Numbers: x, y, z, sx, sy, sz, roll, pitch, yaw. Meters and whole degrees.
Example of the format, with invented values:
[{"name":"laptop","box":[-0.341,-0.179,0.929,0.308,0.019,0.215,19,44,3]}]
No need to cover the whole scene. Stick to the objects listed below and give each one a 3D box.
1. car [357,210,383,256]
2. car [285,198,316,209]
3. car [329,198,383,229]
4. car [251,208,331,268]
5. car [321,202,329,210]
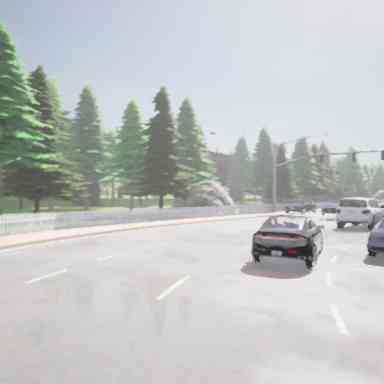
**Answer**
[{"name":"car","box":[8.123,1.678,12.988,2.033,1.411,5.357,1,0,36]},{"name":"car","box":[10.725,1.366,32.609,1.837,1.490,4.892,1,0,41]},{"name":"car","box":[11.520,1.414,22.568,2.150,2.045,5.566,1,-1,40]},{"name":"car","box":[3.499,1.563,11.726,2.128,1.511,4.902,0,0,26]},{"name":"car","box":[13.385,1.369,30.334,1.882,1.535,5.008,1,0,41]}]
